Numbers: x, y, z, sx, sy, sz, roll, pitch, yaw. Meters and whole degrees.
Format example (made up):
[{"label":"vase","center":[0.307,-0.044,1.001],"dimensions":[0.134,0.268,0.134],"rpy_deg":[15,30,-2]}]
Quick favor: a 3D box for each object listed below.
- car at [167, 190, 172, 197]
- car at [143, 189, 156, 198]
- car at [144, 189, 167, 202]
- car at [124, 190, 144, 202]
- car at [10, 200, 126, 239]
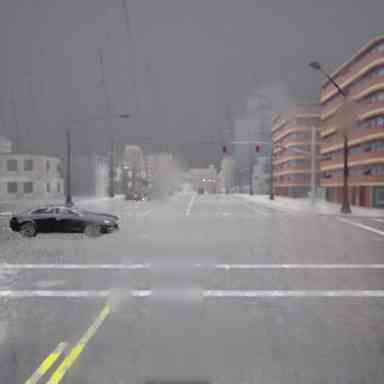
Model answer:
[{"label":"car","center":[-5.052,0.255,67.057],"dimensions":[1.812,1.442,4.674],"rpy_deg":[0,2,2]},{"label":"car","center":[-8.552,0.265,66.813],"dimensions":[1.837,1.490,4.892],"rpy_deg":[0,2,1]},{"label":"car","center":[-5.450,0.530,50.595],"dimensions":[2.097,1.767,4.553],"rpy_deg":[0,2,1]},{"label":"car","center":[-8.949,0.531,50.615],"dimensions":[2.097,1.767,4.553],"rpy_deg":[0,2,1]},{"label":"car","center":[-5.862,1.319,15.602],"dimensions":[4.902,1.511,2.128],"rpy_deg":[0,1,0]}]
